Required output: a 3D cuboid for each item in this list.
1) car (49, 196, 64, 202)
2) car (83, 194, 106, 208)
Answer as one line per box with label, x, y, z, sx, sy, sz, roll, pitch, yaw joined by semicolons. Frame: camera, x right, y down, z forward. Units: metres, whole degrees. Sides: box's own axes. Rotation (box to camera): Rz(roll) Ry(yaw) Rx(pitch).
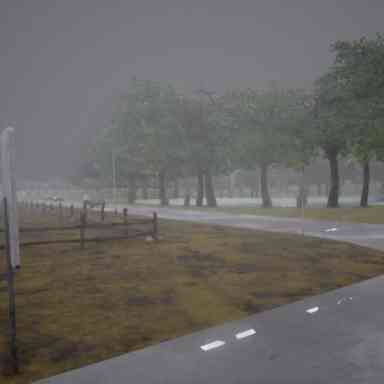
car;-33.180;1.757;82.177;1.837;1.490;4.892;-3;1;-35
car;-15.466;1.411;52.291;2.150;2.045;5.566;-3;1;-35
